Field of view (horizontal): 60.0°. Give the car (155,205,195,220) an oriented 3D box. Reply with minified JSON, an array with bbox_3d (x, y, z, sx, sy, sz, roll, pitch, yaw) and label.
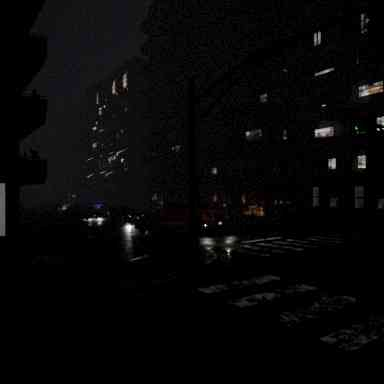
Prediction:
[{"bbox_3d":[-1.830,2.045,34.199,1.887,1.381,4.507,-1,0,-36],"label":"car"}]

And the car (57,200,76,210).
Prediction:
[{"bbox_3d":[-25.107,2.523,66.294,2.192,1.841,5.009,-1,0,-36],"label":"car"}]

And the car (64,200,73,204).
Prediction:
[{"bbox_3d":[-17.691,2.418,51.738,2.128,1.511,4.902,0,-1,-36],"label":"car"}]

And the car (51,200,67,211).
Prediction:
[{"bbox_3d":[-23.220,2.600,59.366,1.837,1.490,4.892,0,-1,-36],"label":"car"}]

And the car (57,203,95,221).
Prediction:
[{"bbox_3d":[-11.877,2.163,33.835,1.887,1.381,4.507,-1,0,-36],"label":"car"}]

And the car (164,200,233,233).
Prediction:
[{"bbox_3d":[0.038,1.531,21.826,2.150,2.045,5.566,0,-1,-36],"label":"car"}]

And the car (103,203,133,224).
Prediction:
[{"bbox_3d":[-6.025,2.003,30.202,1.837,1.490,4.892,0,-1,-36],"label":"car"}]

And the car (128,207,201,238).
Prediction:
[{"bbox_3d":[-1.804,1.832,19.941,1.752,1.417,4.829,-1,0,-36],"label":"car"}]

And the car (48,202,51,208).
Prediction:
[{"bbox_3d":[-28.433,2.623,70.880,2.192,1.841,5.009,-1,0,-36],"label":"car"}]

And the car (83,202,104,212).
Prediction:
[{"bbox_3d":[-16.351,2.432,55.069,1.882,1.535,5.008,0,-1,-36],"label":"car"}]

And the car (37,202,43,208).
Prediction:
[{"bbox_3d":[-35.076,3.049,80.050,1.887,1.381,4.507,-1,0,-36],"label":"car"}]

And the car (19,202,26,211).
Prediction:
[{"bbox_3d":[-31.825,2.769,61.346,1.887,1.381,4.507,-1,0,-36],"label":"car"}]

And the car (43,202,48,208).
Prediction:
[{"bbox_3d":[-31.750,2.972,75.464,1.947,1.339,4.313,-1,0,-36],"label":"car"}]

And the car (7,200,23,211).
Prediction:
[{"bbox_3d":[-35.154,2.639,65.931,2.192,1.841,5.009,-1,0,-36],"label":"car"}]

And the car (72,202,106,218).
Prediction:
[{"bbox_3d":[-12.177,2.234,38.704,2.033,1.411,5.357,0,-1,-36],"label":"car"}]

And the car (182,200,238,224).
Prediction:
[{"bbox_3d":[1.488,1.713,29.615,2.192,1.841,5.009,-1,0,-36],"label":"car"}]
